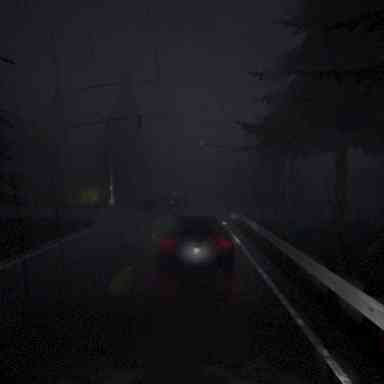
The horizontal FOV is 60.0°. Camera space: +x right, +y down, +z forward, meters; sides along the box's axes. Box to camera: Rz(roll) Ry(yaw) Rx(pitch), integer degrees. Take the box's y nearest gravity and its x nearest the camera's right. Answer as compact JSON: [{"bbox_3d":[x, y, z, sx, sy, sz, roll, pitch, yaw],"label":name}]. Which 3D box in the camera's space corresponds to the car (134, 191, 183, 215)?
[{"bbox_3d":[-2.838,0.957,26.898,2.128,1.511,4.902,0,1,-41],"label":"car"}]

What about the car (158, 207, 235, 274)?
[{"bbox_3d":[0.137,1.368,9.956,1.994,1.385,4.181,0,1,1],"label":"car"}]

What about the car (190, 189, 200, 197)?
[{"bbox_3d":[0.579,0.179,68.507,1.812,1.442,4.674,0,1,1],"label":"car"}]

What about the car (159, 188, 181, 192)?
[{"bbox_3d":[-3.169,0.400,48.806,2.097,1.767,4.553,0,1,1],"label":"car"}]
